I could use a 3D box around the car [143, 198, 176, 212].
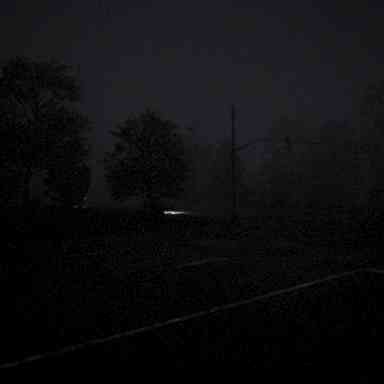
[{"bbox_3d":[-3.573,1.366,35.844,1.994,1.385,4.181,-1,1,-38],"label":"car"}]

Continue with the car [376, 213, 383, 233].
[{"bbox_3d":[11.084,1.361,15.724,1.994,1.385,4.181,-1,1,-32],"label":"car"}]
